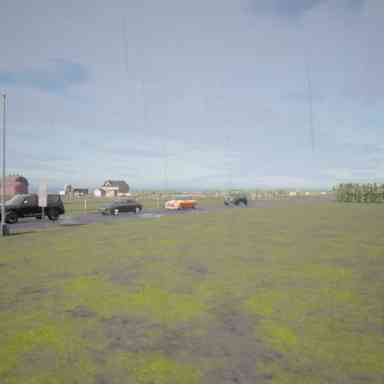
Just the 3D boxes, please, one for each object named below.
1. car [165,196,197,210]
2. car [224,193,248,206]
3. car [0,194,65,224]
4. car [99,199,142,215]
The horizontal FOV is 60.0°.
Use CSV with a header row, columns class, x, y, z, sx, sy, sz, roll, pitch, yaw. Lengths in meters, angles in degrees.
class,x,y,z,sx,sy,sz,roll,pitch,yaw
car,-1.341,1.308,41.673,2.097,1.767,4.553,1,0,34
car,7.284,1.169,54.437,2.150,2.045,5.566,1,0,34
car,-12.381,1.192,25.124,2.150,2.045,5.566,1,0,33
car,-7.055,1.468,33.130,1.837,1.490,4.892,1,0,34
